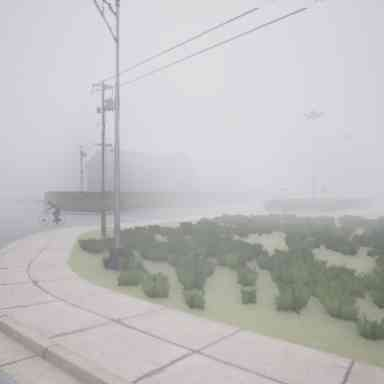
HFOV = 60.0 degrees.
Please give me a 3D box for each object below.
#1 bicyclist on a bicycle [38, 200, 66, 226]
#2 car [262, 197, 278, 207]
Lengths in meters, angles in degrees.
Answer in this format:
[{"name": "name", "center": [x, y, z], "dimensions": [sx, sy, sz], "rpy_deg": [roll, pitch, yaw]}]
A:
[{"name": "bicyclist on a bicycle", "center": [-8.968, 1.360, 21.334], "dimensions": [1.656, 1.620, 0.582], "rpy_deg": [0, 0, -22]}, {"name": "car", "center": [12.228, 1.515, 50.674], "dimensions": [1.812, 1.442, 4.674], "rpy_deg": [0, 0, 36]}]
